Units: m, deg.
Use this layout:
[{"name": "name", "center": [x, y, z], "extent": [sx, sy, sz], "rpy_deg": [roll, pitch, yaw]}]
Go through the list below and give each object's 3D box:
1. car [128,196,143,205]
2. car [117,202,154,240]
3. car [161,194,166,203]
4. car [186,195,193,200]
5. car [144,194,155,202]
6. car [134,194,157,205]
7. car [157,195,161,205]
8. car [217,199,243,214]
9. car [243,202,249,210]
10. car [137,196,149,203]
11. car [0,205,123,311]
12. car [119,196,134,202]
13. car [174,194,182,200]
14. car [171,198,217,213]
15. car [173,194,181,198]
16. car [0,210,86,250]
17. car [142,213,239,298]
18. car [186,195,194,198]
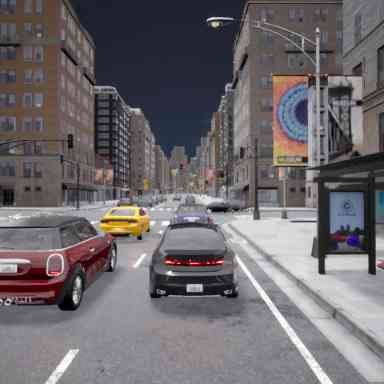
[{"name": "car", "center": [-10.230, 1.526, 60.182], "extent": [1.837, 1.490, 4.892], "rpy_deg": [0, 0, 0]}, {"name": "car", "center": [-3.279, 1.485, 17.055], "extent": [1.882, 1.535, 5.008], "rpy_deg": [0, 0, -1]}, {"name": "car", "center": [-6.968, 1.586, 68.919], "extent": [1.994, 1.385, 4.181], "rpy_deg": [0, 0, 0]}, {"name": "car", "center": [-0.623, 1.488, 92.409], "extent": [1.882, 1.535, 5.008], "rpy_deg": [0, 0, 0]}, {"name": "car", "center": [-10.295, 1.375, 80.544], "extent": [2.097, 1.767, 4.553], "rpy_deg": [0, 0, 0]}, {"name": "car", "center": [-6.940, 1.373, 50.335], "extent": [2.097, 1.767, 4.553], "rpy_deg": [0, 0, 0]}, {"name": "car", "center": [-6.986, 1.547, 58.911], "extent": [1.812, 1.442, 4.674], "rpy_deg": [0, 0, 0]}, {"name": "car", "center": [2.471, 1.646, 34.762], "extent": [4.718, 1.301, 1.895], "rpy_deg": [0, -1, -15]}, {"name": "car", "center": [4.339, 1.607, 39.819], "extent": [4.902, 1.511, 2.128], "rpy_deg": [0, 0, 15]}, {"name": "car", "center": [-10.227, 1.617, 70.230], "extent": [1.895, 1.301, 4.718], "rpy_deg": [0, 0, 0]}, {"name": "car", "center": [-3.220, 1.355, 7.927], "extent": [2.097, 1.767, 4.553], "rpy_deg": [0, 0, -1]}, {"name": "car", "center": [-10.197, 1.585, 51.362], "extent": [1.994, 1.385, 4.181], "rpy_deg": [0, 0, 0]}, {"name": "car", "center": [-3.870, 1.368, 91.973], "extent": [2.128, 1.511, 4.902], "rpy_deg": [0, 0, 0]}, {"name": "car", "center": [-0.033, 1.360, 17.433], "extent": [2.097, 1.767, 4.553], "rpy_deg": [0, 0, 0]}, {"name": "car", "center": [-3.804, 1.607, 82.001], "extent": [1.895, 1.301, 4.718], "rpy_deg": [0, 0, 0]}, {"name": "car", "center": [-6.616, 1.607, 15.371], "extent": [1.895, 1.301, 4.718], "rpy_deg": [0, 0, 1]}, {"name": "car", "center": [0.024, 1.508, 8.497], "extent": [1.837, 1.490, 4.892], "rpy_deg": [0, 0, -1]}, {"name": "car", "center": [-0.348, 1.513, 65.572], "extent": [2.128, 1.511, 4.902], "rpy_deg": [0, 0, 0]}]
